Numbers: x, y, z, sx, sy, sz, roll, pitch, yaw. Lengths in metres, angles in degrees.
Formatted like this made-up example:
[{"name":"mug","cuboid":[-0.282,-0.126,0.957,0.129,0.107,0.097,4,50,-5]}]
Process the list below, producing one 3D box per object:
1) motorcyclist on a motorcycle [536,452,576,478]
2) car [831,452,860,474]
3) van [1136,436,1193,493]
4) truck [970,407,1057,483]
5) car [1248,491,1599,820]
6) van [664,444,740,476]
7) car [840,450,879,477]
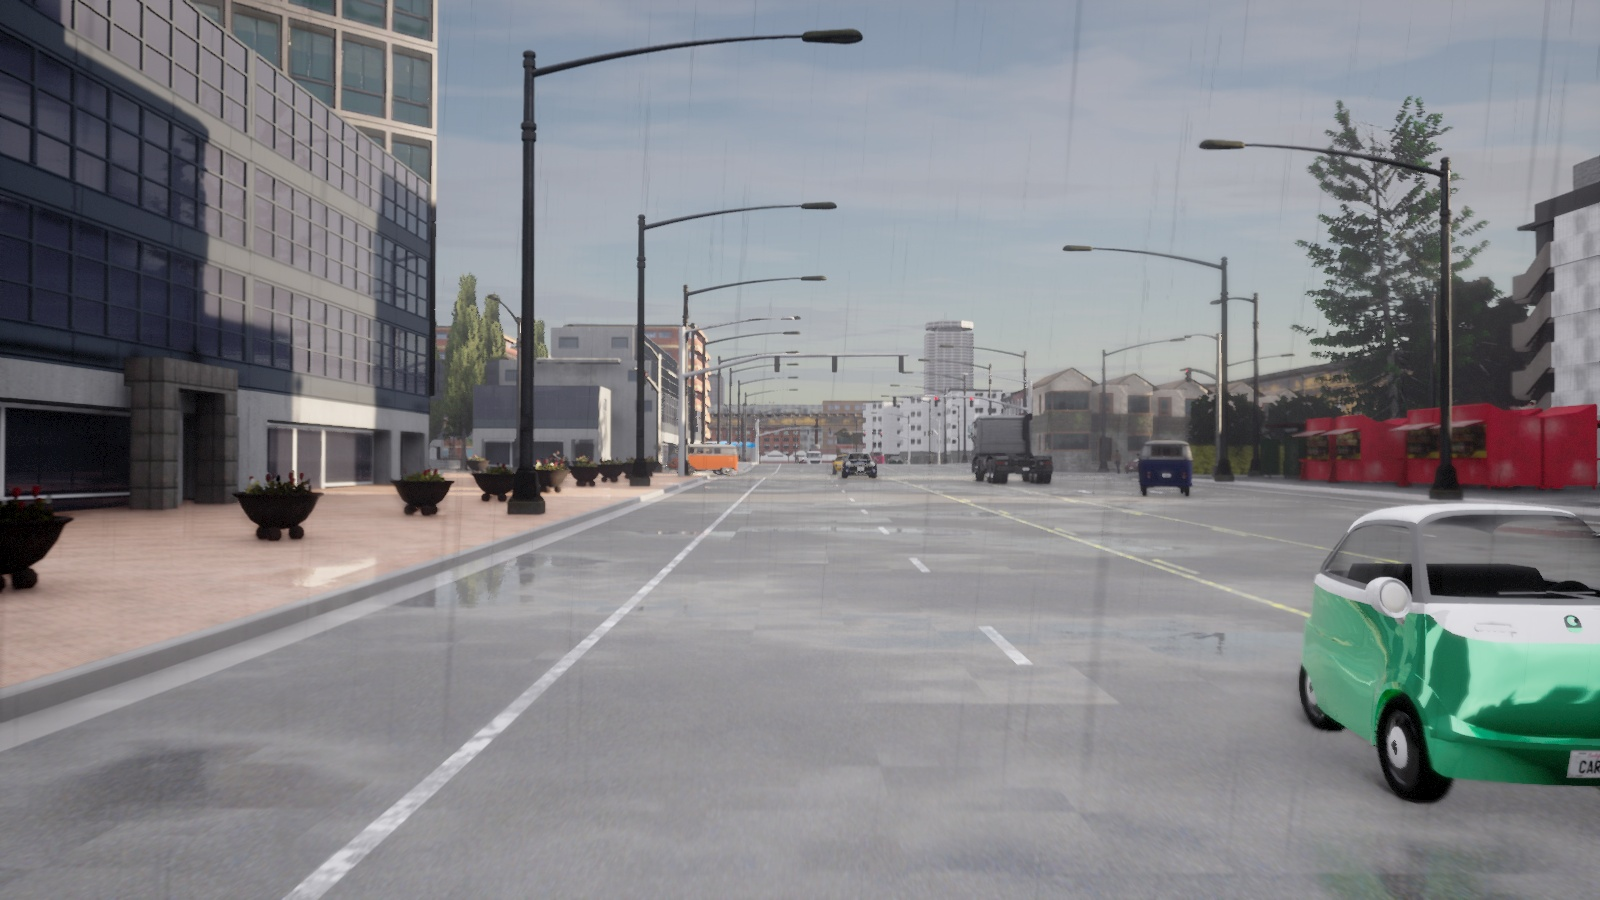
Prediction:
[{"name":"motorcyclist on a motorcycle","cuboid":[-14.632,0.924,75.321,2.191,1.530,0.866,0,-1,0]},{"name":"car","cuboid":[3.299,0.938,91.623,1.801,1.575,5.366,0,-1,-1]},{"name":"van","cuboid":[13.302,0.505,46.018,1.775,1.987,4.442,0,0,14]},{"name":"truck","cuboid":[10.345,-0.238,61.691,2.891,3.462,7.936,0,0,0]},{"name":"car","cuboid":[3.484,0.926,6.561,1.481,1.376,2.207,0,-1,0]},{"name":"van","cuboid":[-6.179,0.657,79.249,4.442,1.987,1.775,0,0,-23]},{"name":"car","cuboid":[3.327,0.768,70.785,1.970,1.475,3.806,0,-1,0]}]
